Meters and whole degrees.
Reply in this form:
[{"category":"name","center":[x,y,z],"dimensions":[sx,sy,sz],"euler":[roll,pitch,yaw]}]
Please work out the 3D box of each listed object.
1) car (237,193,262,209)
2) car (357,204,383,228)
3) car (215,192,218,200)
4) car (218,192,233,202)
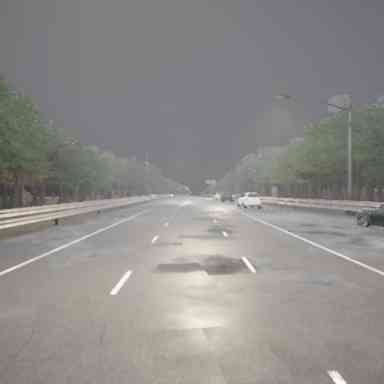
[{"category":"car","center":[7.405,1.110,43.239],"dimensions":[2.150,2.045,5.566],"euler":[0,0,-4]},{"category":"car","center":[12.089,1.343,19.692],"dimensions":[2.097,1.767,4.553],"euler":[0,0,-17]},{"category":"car","center":[7.070,1.062,84.988],"dimensions":[2.150,2.045,5.566],"euler":[0,0,0]},{"category":"car","center":[7.024,1.038,67.877],"dimensions":[2.150,2.045,5.566],"euler":[0,0,0]}]
